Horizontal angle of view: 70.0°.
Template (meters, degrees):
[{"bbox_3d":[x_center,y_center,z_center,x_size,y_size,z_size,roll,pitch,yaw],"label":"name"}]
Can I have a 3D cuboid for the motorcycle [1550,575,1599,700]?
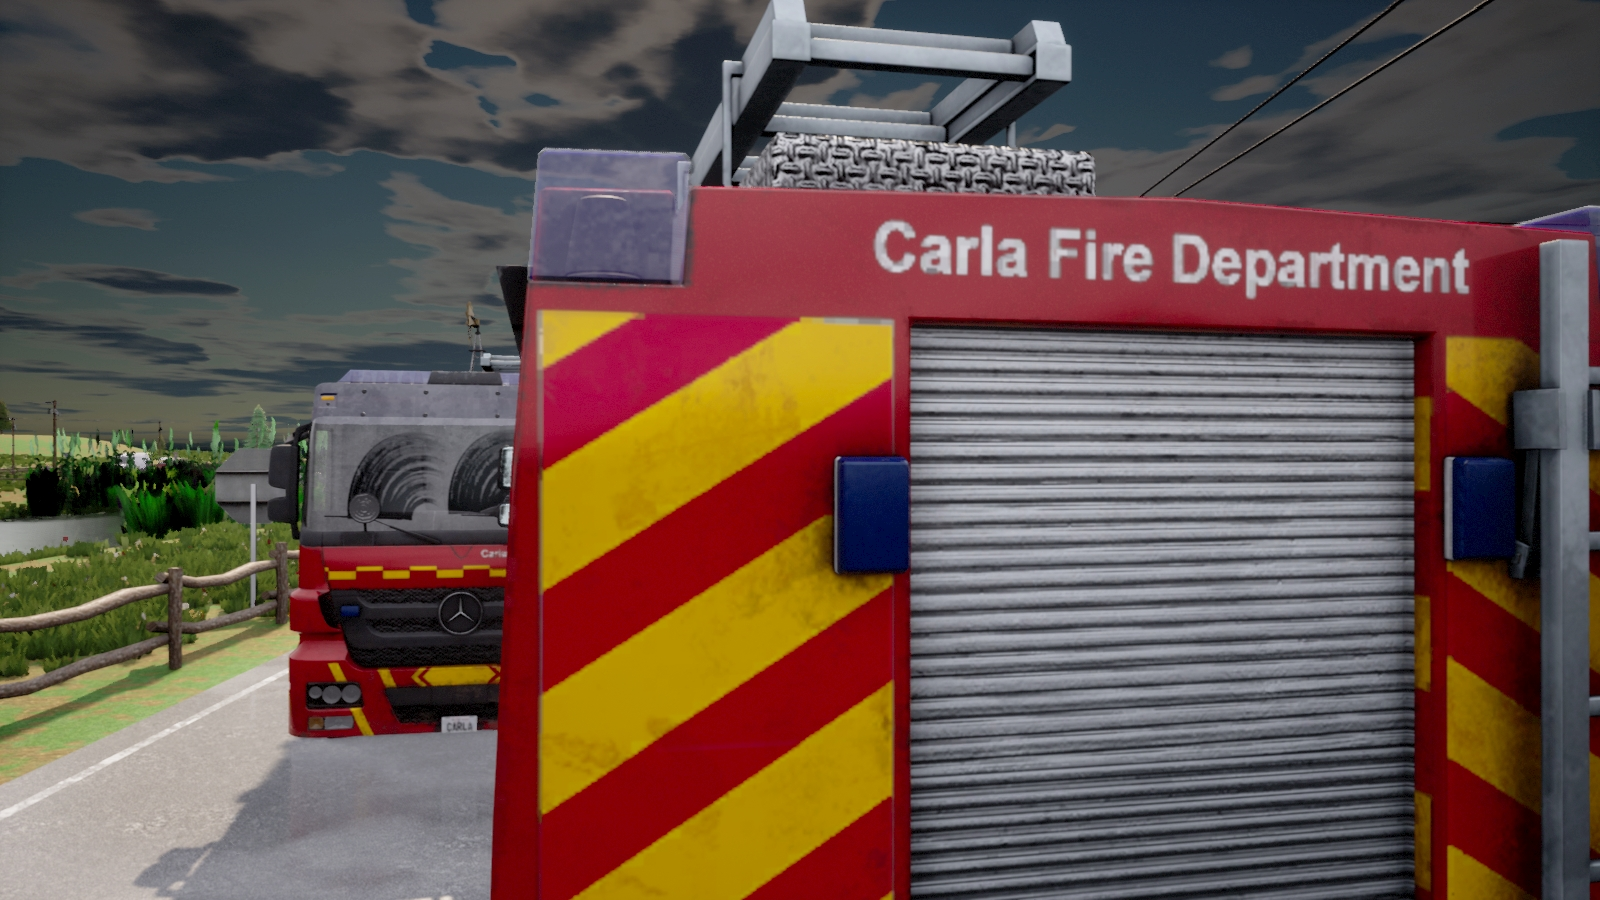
[{"bbox_3d":[9.825,2.141,13.198,1.805,1.316,0.856,0,0,-7],"label":"motorcycle"}]

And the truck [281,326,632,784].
[{"bbox_3d":[-3.877,0.861,14.001,2.891,3.827,8.468,0,0,-13],"label":"truck"}]

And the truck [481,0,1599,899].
[{"bbox_3d":[-0.185,0.864,6.863,2.891,3.827,8.468,0,0,-13],"label":"truck"}]
